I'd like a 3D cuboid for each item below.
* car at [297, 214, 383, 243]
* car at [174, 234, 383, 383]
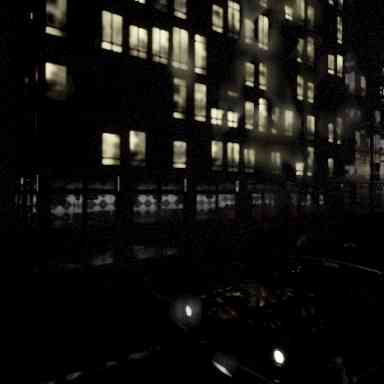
[{"bbox_3d":[4.972,1.436,10.106,4.097,1.590,1.967,0,0,-36],"label":"car"},{"bbox_3d":[2.121,1.599,4.893,4.718,1.301,1.895,0,0,-36],"label":"car"}]
